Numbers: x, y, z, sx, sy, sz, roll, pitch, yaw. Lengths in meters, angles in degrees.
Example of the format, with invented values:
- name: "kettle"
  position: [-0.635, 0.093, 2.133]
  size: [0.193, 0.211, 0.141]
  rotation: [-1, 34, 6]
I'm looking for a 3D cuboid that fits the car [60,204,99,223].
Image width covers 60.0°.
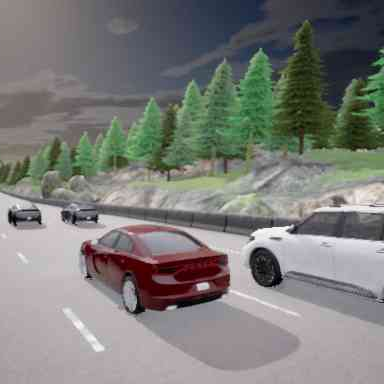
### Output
- name: "car"
  position: [-8.550, 1.616, 25.146]
  size: [2.128, 1.511, 4.902]
  rotation: [0, 0, -34]

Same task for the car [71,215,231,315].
- name: "car"
  position: [-1.185, 1.521, 7.907]
  size: [1.882, 1.535, 5.008]
  rotation: [0, 0, -34]

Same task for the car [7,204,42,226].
- name: "car"
  position: [-12.430, 1.604, 24.644]
  size: [2.128, 1.511, 4.902]
  rotation: [0, 0, -34]

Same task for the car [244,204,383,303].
- name: "car"
  position: [3.567, 1.271, 7.114]
  size: [2.150, 2.045, 5.566]
  rotation: [0, 0, -34]
